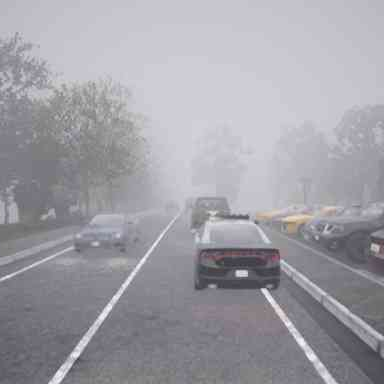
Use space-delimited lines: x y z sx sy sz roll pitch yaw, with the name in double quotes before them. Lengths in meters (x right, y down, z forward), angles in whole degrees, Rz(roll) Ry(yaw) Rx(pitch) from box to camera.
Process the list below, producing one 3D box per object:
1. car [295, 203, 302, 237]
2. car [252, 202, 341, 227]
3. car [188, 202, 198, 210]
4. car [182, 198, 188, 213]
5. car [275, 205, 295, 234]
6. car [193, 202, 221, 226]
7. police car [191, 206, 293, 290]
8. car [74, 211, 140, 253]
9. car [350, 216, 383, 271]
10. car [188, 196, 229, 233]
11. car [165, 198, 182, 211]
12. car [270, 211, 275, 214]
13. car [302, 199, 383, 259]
"car" 7.148 1.356 14.243 4.553 1.767 2.185 0 0 0
"car" 6.957 1.522 22.561 5.366 1.575 1.946 0 0 0
"car" 0.154 2.507 59.683 1.837 1.490 4.892 0 -2 0
"car" 0.134 1.724 44.926 2.150 2.045 5.566 0 -2 0
"car" 7.132 1.487 17.020 5.008 1.535 2.097 0 0 0
"car" 1.039 1.575 25.127 1.882 1.535 5.008 0 -1 0
"police car" 0.998 1.422 9.214 1.930 1.638 5.238 0 0 0
"car" -3.315 1.534 13.796 1.812 1.442 4.674 0 0 0
"car" 7.129 1.511 8.695 4.792 1.488 2.163 0 0 0
"car" 1.024 1.261 19.155 2.150 2.045 5.566 0 0 0
"car" -3.195 2.049 54.925 2.150 2.045 5.566 0 -2 0
"car" 7.140 1.503 19.792 4.892 1.521 2.231 0 0 0
"car" 7.080 1.229 11.471 5.566 2.045 2.435 0 0 0
